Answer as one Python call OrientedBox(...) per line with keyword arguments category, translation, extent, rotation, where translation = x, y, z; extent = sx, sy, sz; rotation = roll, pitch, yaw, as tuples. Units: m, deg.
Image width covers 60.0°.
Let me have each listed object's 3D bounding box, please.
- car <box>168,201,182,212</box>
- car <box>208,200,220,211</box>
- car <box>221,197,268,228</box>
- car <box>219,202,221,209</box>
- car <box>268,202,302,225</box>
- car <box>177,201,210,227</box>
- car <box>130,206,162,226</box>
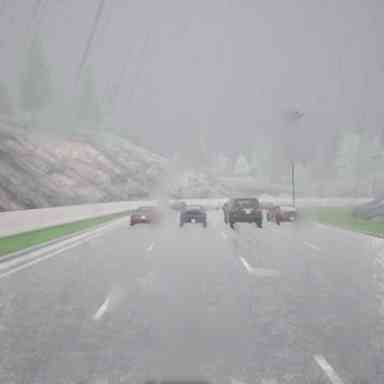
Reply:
OrientedBox(category="car", translation=(-1.621, 1.886, 44.469), extent=(2.033, 1.411, 5.357), rotation=(0, 0, 15))
OrientedBox(category="car", translation=(3.259, 1.886, 47.226), extent=(1.812, 1.442, 4.674), rotation=(0, 0, 20))
OrientedBox(category="car", translation=(3.593, 1.405, 23.996), extent=(2.150, 2.045, 5.566), rotation=(0, 0, 0))
OrientedBox(category="car", translation=(5.276, 1.871, 42.461), extent=(2.033, 1.411, 5.357), rotation=(0, 0, 15))
OrientedBox(category="car", translation=(7.078, 1.723, 25.825), extent=(1.812, 1.442, 4.674), rotation=(0, 0, 0))
OrientedBox(category="car", translation=(0.090, 1.694, 24.731), extent=(1.837, 1.490, 4.892), rotation=(0, 0, 0))
OrientedBox(category="car", translation=(-3.409, 1.758, 25.332), extent=(1.994, 1.385, 4.181), rotation=(0, 0, 0))
